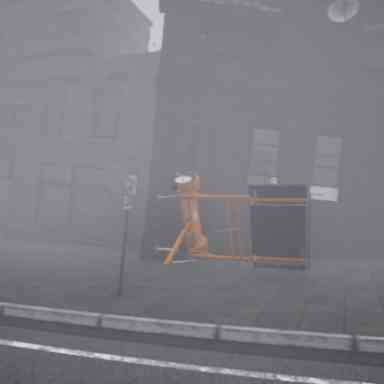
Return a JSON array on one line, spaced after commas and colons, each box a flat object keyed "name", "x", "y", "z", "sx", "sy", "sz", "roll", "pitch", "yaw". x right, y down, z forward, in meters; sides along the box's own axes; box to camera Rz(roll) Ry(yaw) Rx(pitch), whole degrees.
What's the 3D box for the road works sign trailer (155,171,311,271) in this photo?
[{"name": "road works sign trailer", "x": 1.040, "y": 1.013, "z": 8.276, "sx": 3.560, "sy": 2.380, "sz": 2.880, "roll": 0, "pitch": 26, "yaw": 17}]
